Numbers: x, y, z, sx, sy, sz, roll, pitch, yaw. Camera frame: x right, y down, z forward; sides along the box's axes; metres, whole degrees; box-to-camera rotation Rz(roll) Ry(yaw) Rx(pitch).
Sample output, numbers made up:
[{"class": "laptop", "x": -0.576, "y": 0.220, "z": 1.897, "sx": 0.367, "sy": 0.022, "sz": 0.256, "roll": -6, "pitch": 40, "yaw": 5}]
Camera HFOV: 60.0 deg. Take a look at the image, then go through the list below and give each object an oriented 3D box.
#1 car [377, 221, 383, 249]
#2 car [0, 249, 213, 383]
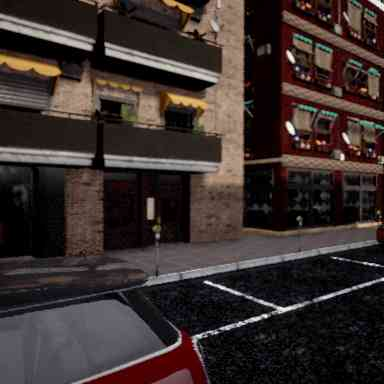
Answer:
[{"class": "car", "x": 9.408, "y": 1.342, "z": 13.249, "sx": 5.009, "sy": 1.841, "sz": 2.192, "roll": 0, "pitch": 0, "yaw": -35}, {"class": "car", "x": -2.044, "y": 1.350, "z": 1.924, "sx": 4.553, "sy": 1.767, "sz": 2.097, "roll": 0, "pitch": 0, "yaw": -35}]
